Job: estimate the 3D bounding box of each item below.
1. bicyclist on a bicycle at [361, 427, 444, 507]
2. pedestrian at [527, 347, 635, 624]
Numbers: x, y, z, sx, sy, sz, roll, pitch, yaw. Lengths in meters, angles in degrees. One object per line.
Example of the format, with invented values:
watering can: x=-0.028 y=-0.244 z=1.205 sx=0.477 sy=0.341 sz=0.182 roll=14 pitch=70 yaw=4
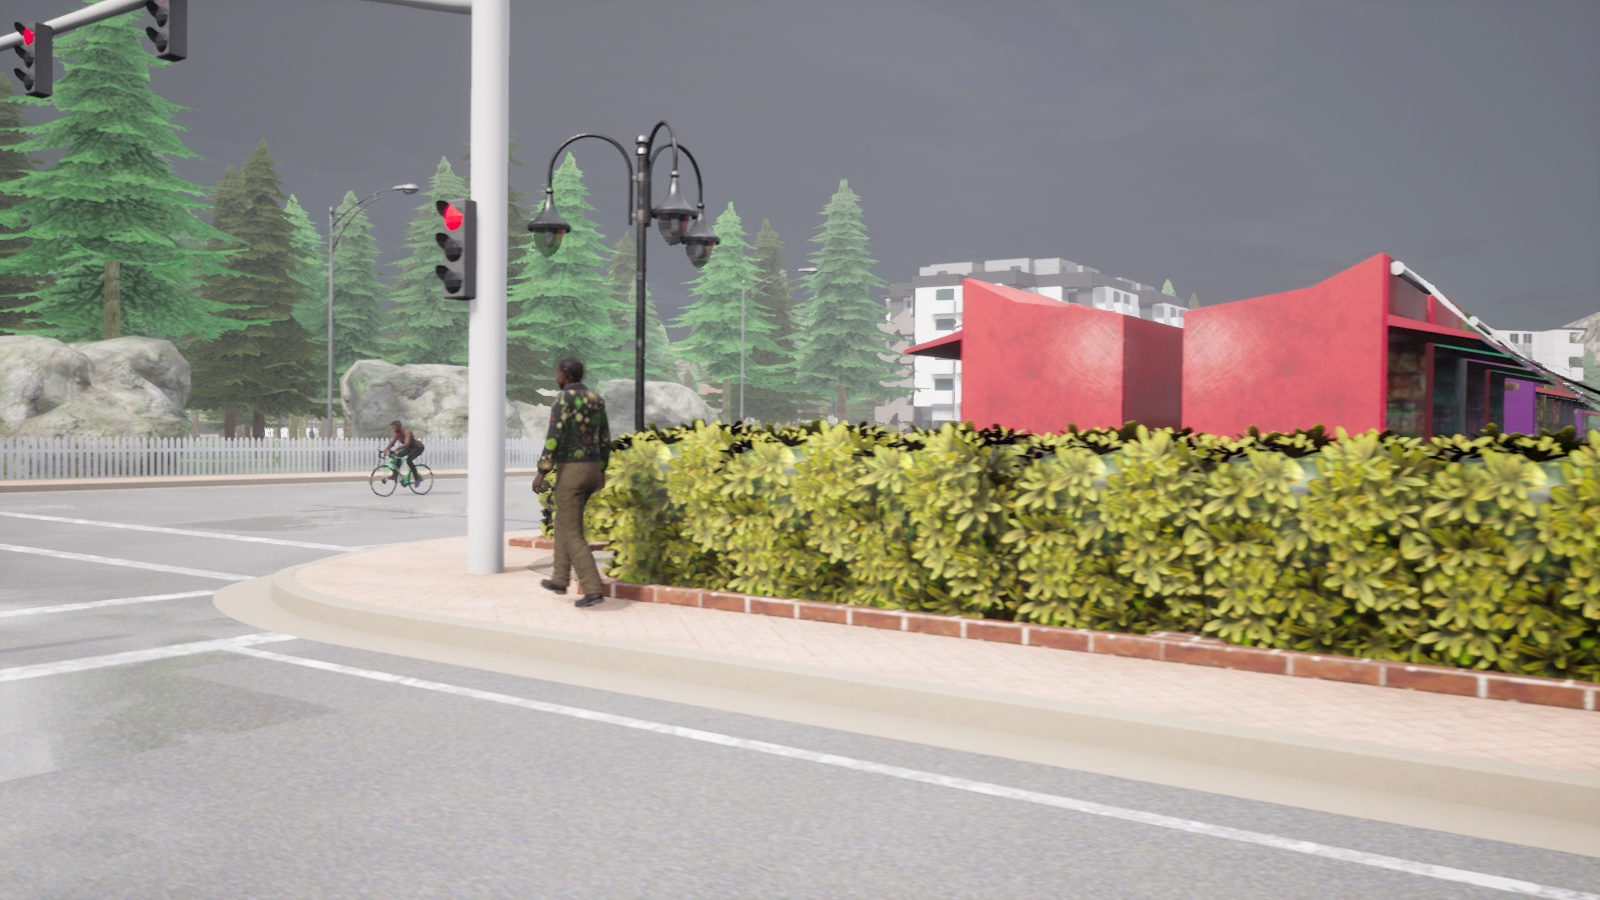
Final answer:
bicyclist on a bicycle: x=-8.438 y=0.339 z=26.743 sx=0.582 sy=1.620 sz=1.656 roll=0 pitch=2 yaw=34
pedestrian: x=-1.590 y=0.243 z=9.108 sx=0.692 sy=1.930 sz=0.395 roll=0 pitch=1 yaw=37
